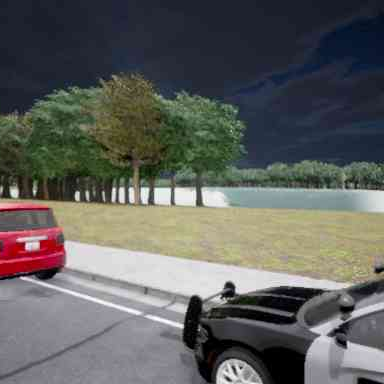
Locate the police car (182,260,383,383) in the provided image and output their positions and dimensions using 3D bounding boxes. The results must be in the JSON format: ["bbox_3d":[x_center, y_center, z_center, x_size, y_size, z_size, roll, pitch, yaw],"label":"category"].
[{"bbox_3d":[2.222,1.465,3.118,5.238,1.638,1.930,0,-1,37],"label":"police car"}]

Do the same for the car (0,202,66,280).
[{"bbox_3d":[-5.713,1.301,9.067,5.566,2.045,2.150,0,-1,37],"label":"car"}]
